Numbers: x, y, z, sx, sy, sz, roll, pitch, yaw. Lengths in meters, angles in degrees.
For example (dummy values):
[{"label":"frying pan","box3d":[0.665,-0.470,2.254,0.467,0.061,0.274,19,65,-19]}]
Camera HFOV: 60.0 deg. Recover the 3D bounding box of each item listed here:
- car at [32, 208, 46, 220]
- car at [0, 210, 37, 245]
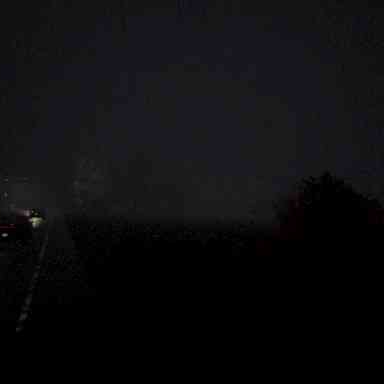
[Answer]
[{"label":"car","box3d":[-19.412,2.739,41.769,2.033,1.411,5.357,3,-3,-22]},{"label":"car","box3d":[-9.760,1.961,18.027,1.882,1.535,5.008,3,-3,-22]}]
